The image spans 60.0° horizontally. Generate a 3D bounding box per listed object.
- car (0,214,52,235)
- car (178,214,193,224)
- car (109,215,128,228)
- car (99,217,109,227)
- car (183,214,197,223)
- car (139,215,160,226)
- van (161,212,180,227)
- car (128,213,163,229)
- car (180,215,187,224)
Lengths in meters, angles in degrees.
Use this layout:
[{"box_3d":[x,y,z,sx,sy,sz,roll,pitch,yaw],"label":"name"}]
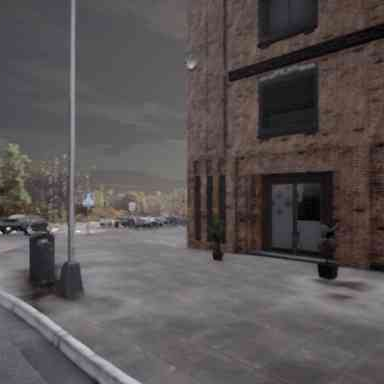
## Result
[{"box_3d":[-12.631,2.482,25.625,1.837,1.490,4.892,0,-4,3],"label":"car"},{"box_3d":[-1.129,5.200,63.996,2.185,1.767,4.553,0,-4,8],"label":"car"},{"box_3d":[-7.735,3.534,39.649,1.837,1.490,4.892,0,-4,8],"label":"car"},{"box_3d":[-10.429,3.913,43.913,1.895,1.301,4.718,0,-4,8],"label":"car"},{"box_3d":[-0.348,5.600,69.451,2.185,1.767,4.553,0,-4,8],"label":"car"},{"box_3d":[-6.337,4.279,49.805,1.837,1.490,4.892,0,-4,8],"label":"car"},{"box_3d":[-3.465,3.899,47.660,1.878,1.987,4.442,0,-4,8],"label":"van"},{"box_3d":[-5.018,3.359,36.671,2.002,1.452,4.674,2,-4,8],"label":"car"},{"box_3d":[-1.923,4.957,58.433,2.002,1.452,4.674,0,-4,8],"label":"car"}]
